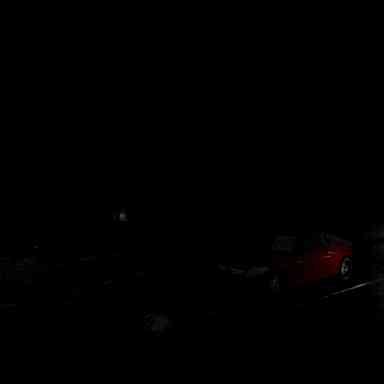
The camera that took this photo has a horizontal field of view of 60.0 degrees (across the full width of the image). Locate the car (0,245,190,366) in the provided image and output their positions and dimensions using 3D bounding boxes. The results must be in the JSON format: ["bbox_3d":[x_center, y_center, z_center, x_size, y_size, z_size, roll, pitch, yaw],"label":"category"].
[{"bbox_3d":[-2.032,1.566,5.087,4.313,1.339,1.947,0,0,-35],"label":"car"}]

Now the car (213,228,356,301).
[{"bbox_3d":[2.448,1.582,8.280,4.206,1.307,1.802,0,0,-35],"label":"car"}]
